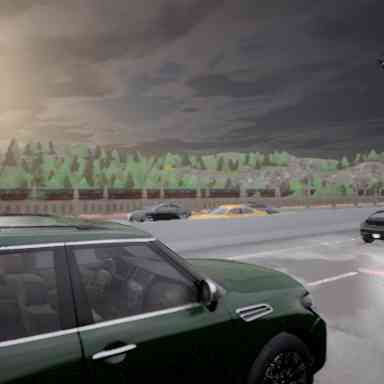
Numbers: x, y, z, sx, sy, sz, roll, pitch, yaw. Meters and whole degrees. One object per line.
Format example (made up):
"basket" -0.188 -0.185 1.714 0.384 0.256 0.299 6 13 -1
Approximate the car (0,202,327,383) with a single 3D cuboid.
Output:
"car" -1.180 1.222 2.904 5.566 2.045 2.150 0 0 -35

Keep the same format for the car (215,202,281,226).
"car" 4.123 1.506 24.114 4.892 1.490 1.837 0 0 -35

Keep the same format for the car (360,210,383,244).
"car" 9.341 1.506 14.703 4.892 1.490 1.837 0 0 -35
